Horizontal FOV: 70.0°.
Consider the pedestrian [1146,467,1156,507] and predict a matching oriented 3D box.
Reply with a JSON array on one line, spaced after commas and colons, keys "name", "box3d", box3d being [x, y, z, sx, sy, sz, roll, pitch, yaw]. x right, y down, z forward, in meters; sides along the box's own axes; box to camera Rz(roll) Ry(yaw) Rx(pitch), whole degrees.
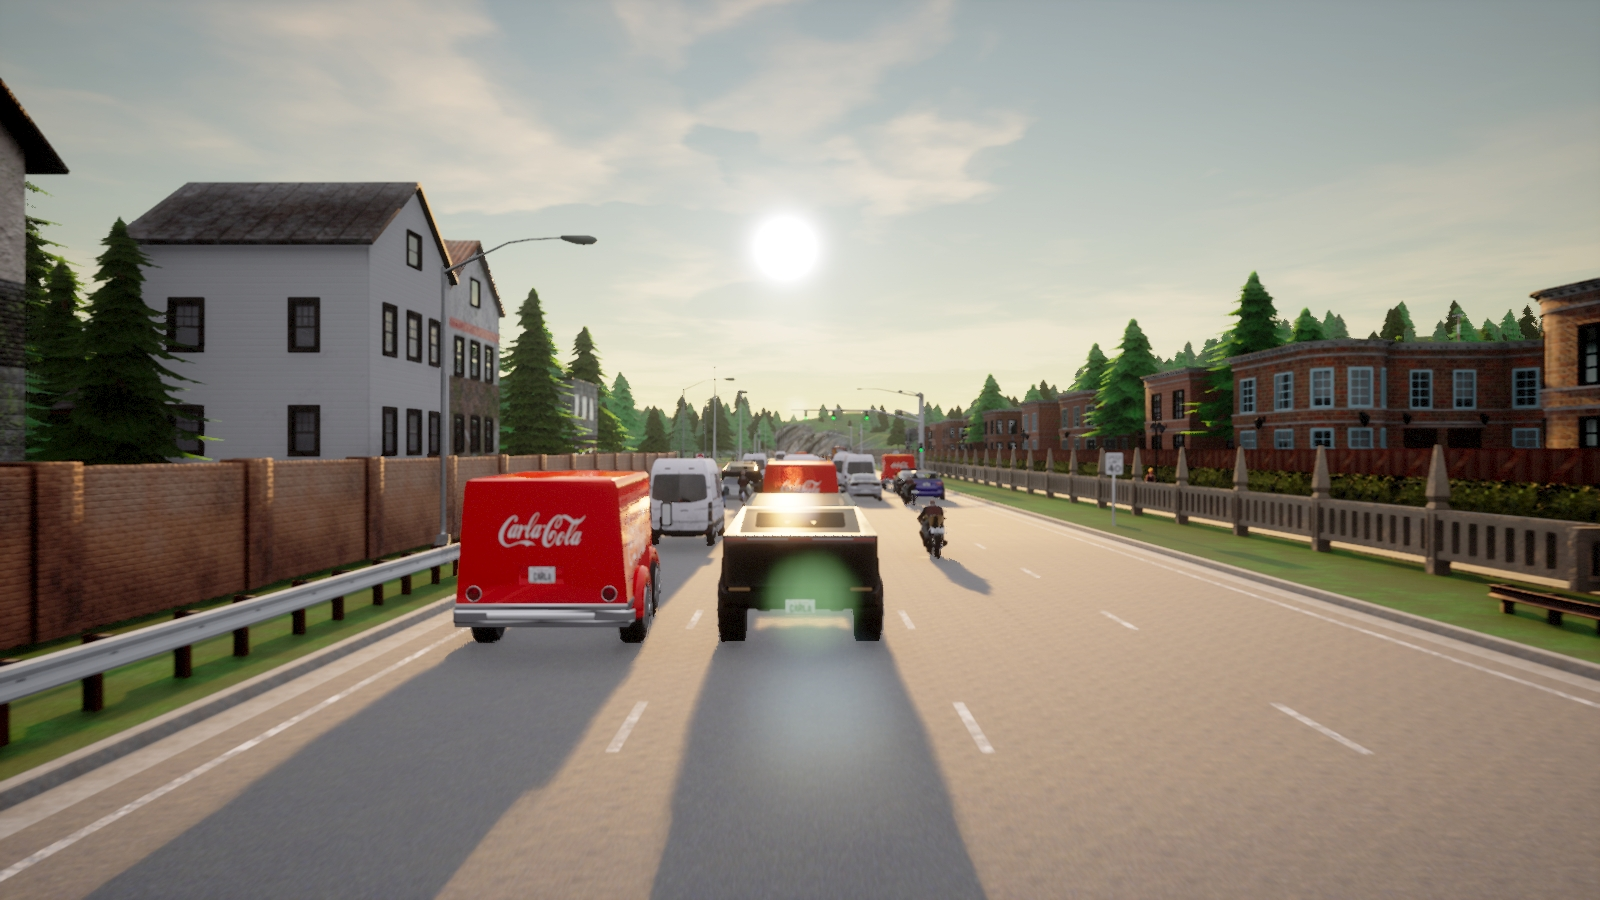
[{"name": "pedestrian", "box3d": [16.456, 1.714, 53.545, 0.375, 1.860, 0.375, 0, 0, 0]}]

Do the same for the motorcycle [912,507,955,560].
[{"name": "motorcycle", "box3d": [3.551, 2.212, 30.556, 0.867, 1.251, 2.209, 0, 0, 0]}]

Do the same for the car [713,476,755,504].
[{"name": "car", "box3d": [-3.496, 2.133, 61.401, 1.994, 1.385, 4.181, 0, 0, 0]}]

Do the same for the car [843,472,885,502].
[{"name": "car", "box3d": [3.563, 2.049, 64.364, 2.097, 1.535, 5.006, 0, 0, 0]}]

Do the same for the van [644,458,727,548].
[{"name": "van", "box3d": [-3.474, 1.542, 35.783, 1.988, 2.561, 5.915, 0, 0, 0]}]

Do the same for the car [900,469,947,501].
[{"name": "car", "box3d": [7.061, 1.983, 65.709, 2.242, 1.667, 4.611, 0, 0, 0]}]

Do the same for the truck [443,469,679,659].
[{"name": "truck", "box3d": [-3.489, 1.574, 17.944, 2.627, 2.467, 5.204, 0, 0, 0]}]

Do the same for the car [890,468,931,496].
[{"name": "car", "box3d": [7.071, 2.000, 73.490, 2.097, 1.638, 5.238, 0, 0, 0]}]

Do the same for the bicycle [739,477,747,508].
[{"name": "bicycle", "box3d": [-2.823, 2.074, 56.409, 0.329, 1.471, 1.835, 0, 0, -5]}]

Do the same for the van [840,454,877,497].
[{"name": "van", "box3d": [3.613, 1.551, 71.675, 1.988, 2.561, 5.915, 0, 0, 0]}]

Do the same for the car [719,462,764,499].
[{"name": "car", "box3d": [-3.433, 1.770, 68.250, 2.390, 2.098, 6.274, 0, 0, 0]}]

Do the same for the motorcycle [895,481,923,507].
[{"name": "motorcycle", "box3d": [5.517, 2.219, 57.853, 0.867, 1.251, 2.209, 0, 0, -10]}]

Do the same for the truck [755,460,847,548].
[{"name": "truck", "box3d": [0.029, 1.579, 35.495, 2.627, 2.467, 5.204, 0, 0, 0]}]

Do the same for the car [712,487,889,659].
[{"name": "car", "box3d": [0.008, 1.758, 18.511, 2.390, 2.098, 6.274, 0, 0, 0]}]
